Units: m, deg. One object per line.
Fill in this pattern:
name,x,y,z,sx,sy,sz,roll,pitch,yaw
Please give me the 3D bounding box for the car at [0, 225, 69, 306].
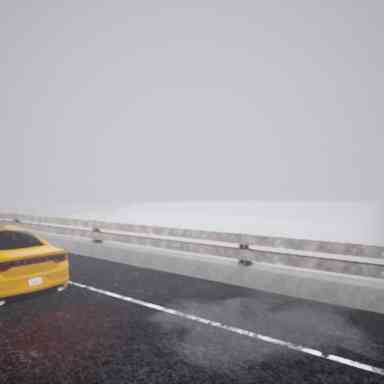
car,-4.881,1.499,7.708,5.008,1.535,1.882,0,0,37
